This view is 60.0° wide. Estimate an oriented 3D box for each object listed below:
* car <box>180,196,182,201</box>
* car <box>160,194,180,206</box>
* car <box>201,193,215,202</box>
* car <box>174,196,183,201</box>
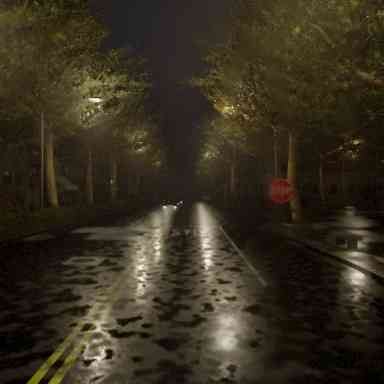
[{"bbox_3d":[-3.410,1.522,69.513,2.033,1.411,5.357,0,0,0],"label":"car"},{"bbox_3d":[-3.512,1.335,53.704,2.097,1.767,4.553,0,0,0],"label":"car"},{"bbox_3d":[3.148,1.205,73.092,2.435,2.045,5.566,0,0,0],"label":"car"},{"bbox_3d":[-3.392,1.568,83.560,1.895,1.301,4.718,0,0,0],"label":"car"}]
